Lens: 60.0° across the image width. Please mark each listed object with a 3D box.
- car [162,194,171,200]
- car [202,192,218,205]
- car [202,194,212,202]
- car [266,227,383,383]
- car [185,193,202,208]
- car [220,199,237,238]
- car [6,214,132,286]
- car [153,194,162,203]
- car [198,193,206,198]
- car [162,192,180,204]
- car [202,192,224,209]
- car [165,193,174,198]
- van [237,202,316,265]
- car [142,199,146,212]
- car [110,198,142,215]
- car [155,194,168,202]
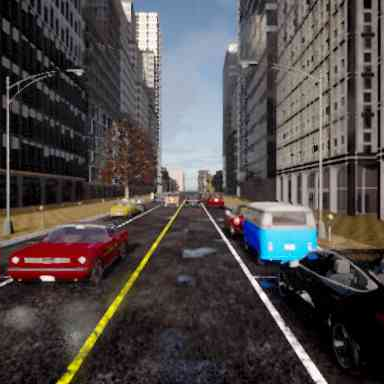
[{"bbox_3d":[-5.633,1.028,73.642,1.802,1.307,4.206,0,0,0],"label":"car"},{"bbox_3d":[2.732,0.943,50.855,2.192,1.841,5.009,0,0,0],"label":"car"},{"bbox_3d":[2.739,1.063,62.410,1.752,1.417,4.829,0,0,0],"label":"car"},{"bbox_3d":[2.696,1.529,5.320,1.947,1.339,4.313,0,0,0],"label":"car"},{"bbox_3d":[0.130,1.194,41.214,2.128,1.511,4.902,0,0,0],"label":"car"},{"bbox_3d":[2.705,1.324,16.704,1.967,1.590,4.097,0,0,0],"label":"car"},{"bbox_3d":[-3.095,1.536,9.338,1.895,1.301,4.718,0,0,0],"label":"car"},{"bbox_3d":[-5.646,1.134,56.567,2.008,1.369,4.403,0,0,0],"label":"car"},{"bbox_3d":[2.760,0.871,90.701,1.947,1.339,4.313,0,0,0],"label":"car"},{"bbox_3d":[-3.039,0.977,51.356,2.097,1.767,4.553,0,0,0],"label":"car"},{"bbox_3d":[2.723,1.030,39.471,2.192,1.841,5.009,0,0,0],"label":"car"},{"bbox_3d":[-5.625,0.902,85.028,2.008,1.369,4.403,0,0,0],"label":"car"},{"bbox_3d":[2.701,1.265,11.012,1.690,1.788,3.998,0,0,0],"label":"van"},{"bbox_3d":[-5.663,1.308,33.799,2.008,1.369,4.403,0,0,0],"label":"car"},{"bbox_3d":[-5.667,1.327,27.935,1.752,1.417,4.829,0,0,0],"label":"car"},{"bbox_3d":[-5.642,1.104,62.260,1.947,1.339,4.313,0,0,0],"label":"car"}]
